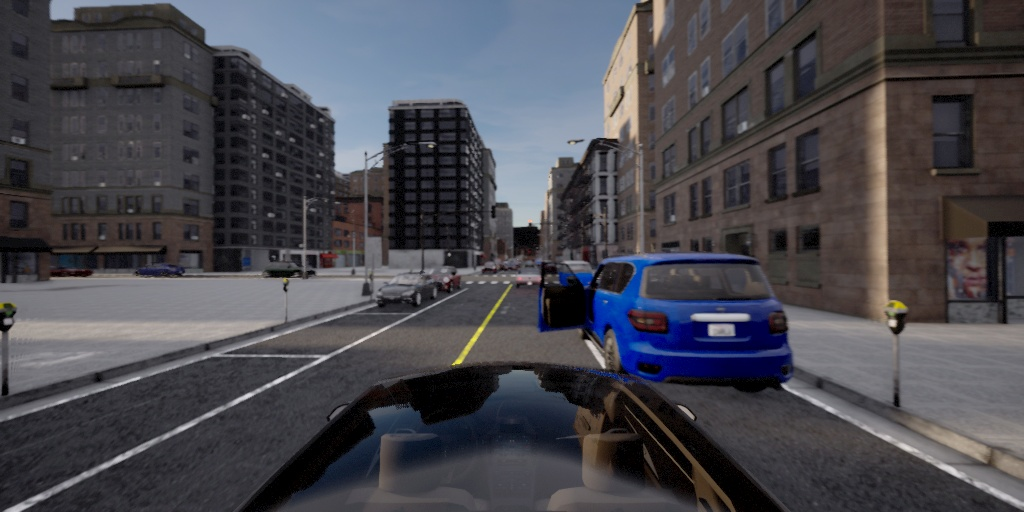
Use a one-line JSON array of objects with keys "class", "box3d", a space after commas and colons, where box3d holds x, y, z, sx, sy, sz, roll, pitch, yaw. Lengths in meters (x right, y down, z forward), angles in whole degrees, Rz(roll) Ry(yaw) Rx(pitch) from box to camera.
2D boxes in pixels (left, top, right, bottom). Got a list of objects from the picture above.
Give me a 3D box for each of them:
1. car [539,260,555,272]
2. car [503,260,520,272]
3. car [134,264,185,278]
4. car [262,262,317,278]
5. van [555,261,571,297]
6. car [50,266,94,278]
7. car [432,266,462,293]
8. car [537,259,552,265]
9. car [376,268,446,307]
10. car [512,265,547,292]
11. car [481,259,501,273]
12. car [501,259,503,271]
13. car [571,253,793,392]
[{"class": "car", "box3d": [5.013, 1.557, 48.305, 1.888, 1.381, 4.507, 0, 0, 3]}, {"class": "car", "box3d": [-0.180, 1.650, 54.269, 1.994, 1.385, 4.181, 0, 0, 3]}, {"class": "car", "box3d": [-37.959, 1.565, 38.681, 4.674, 1.442, 1.812, 0, 0, 3]}, {"class": "car", "box3d": [-21.569, 1.346, 34.943, 4.553, 1.767, 2.097, 0, 0, 3]}, {"class": "van", "box3d": [3.701, 1.193, 21.457, 1.690, 1.789, 3.998, 0, 0, 3]}, {"class": "car", "box3d": [-45.302, 1.635, 36.129, 4.718, 1.301, 1.895, 0, 0, 3]}, {"class": "car", "box3d": [-4.314, 1.350, 21.849, 1.967, 1.591, 4.097, 0, 0, 3]}, {"class": "car", "box3d": [5.277, 1.359, 53.708, 2.192, 1.841, 5.009, 0, 0, 3]}, {"class": "car", "box3d": [-4.591, 1.427, 16.176, 2.007, 1.370, 4.403, 0, 0, 3]}, {"class": "car", "box3d": [1.247, 1.495, 25.374, 1.895, 1.301, 4.718, 0, 0, 3]}, {"class": "car", "box3d": [-3.003, 1.511, 48.696, 1.967, 1.591, 4.097, 0, 0, 3]}, {"class": "car", "box3d": [-2.747, 1.628, 53.929, 1.751, 1.417, 4.829, 0, 0, 3]}, {"class": "car", "box3d": [2.615, 0.988, 6.928, 2.150, 2.045, 5.566, 0, 0, 3]}]
